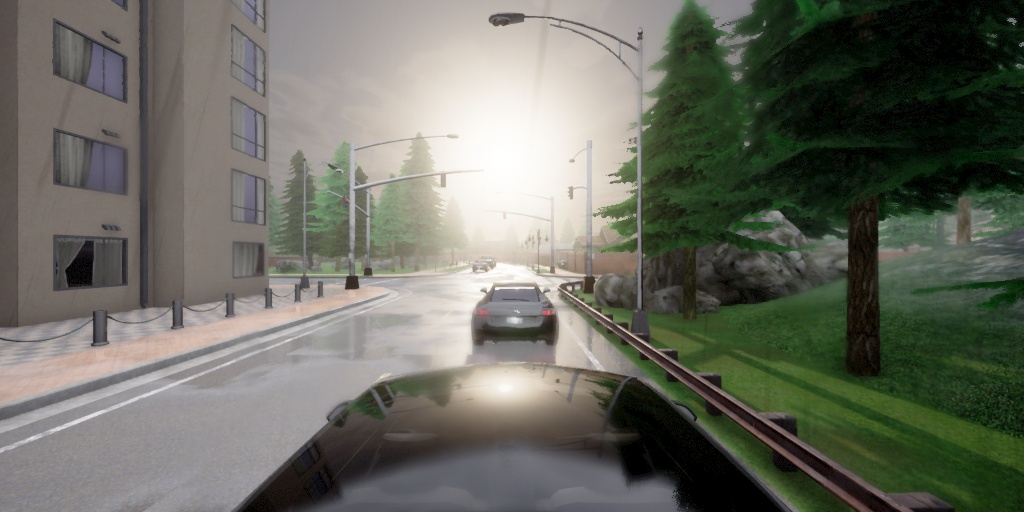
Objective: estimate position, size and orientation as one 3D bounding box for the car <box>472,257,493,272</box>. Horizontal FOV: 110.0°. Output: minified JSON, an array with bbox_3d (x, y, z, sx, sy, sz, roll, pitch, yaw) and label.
[{"bbox_3d":[-3.934,1.212,45.556,2.128,1.511,4.902,0,0,0],"label":"car"}]

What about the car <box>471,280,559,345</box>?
[{"bbox_3d":[0.083,1.314,9.468,1.994,1.385,4.181,0,0,1],"label":"car"}]

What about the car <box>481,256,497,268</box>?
[{"bbox_3d":[-3.976,0.942,56.163,2.150,2.045,5.566,0,0,0],"label":"car"}]
